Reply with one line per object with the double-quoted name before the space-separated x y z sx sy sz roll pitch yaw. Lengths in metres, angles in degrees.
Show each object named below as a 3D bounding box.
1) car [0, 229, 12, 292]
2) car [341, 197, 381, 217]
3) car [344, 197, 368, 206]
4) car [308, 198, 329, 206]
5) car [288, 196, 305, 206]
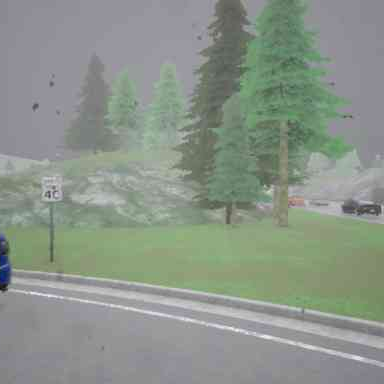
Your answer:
"car" -6.198 1.222 6.333 5.566 2.045 2.150 0 0 16
"car" 15.869 1.477 31.552 1.882 1.535 5.008 0 0 2
"car" 27.141 1.526 55.319 1.812 1.442 4.674 0 0 2
"car" 20.060 1.601 52.925 1.895 1.301 4.718 0 0 2
"car" 16.589 1.352 53.868 2.097 1.767 4.553 0 0 2
